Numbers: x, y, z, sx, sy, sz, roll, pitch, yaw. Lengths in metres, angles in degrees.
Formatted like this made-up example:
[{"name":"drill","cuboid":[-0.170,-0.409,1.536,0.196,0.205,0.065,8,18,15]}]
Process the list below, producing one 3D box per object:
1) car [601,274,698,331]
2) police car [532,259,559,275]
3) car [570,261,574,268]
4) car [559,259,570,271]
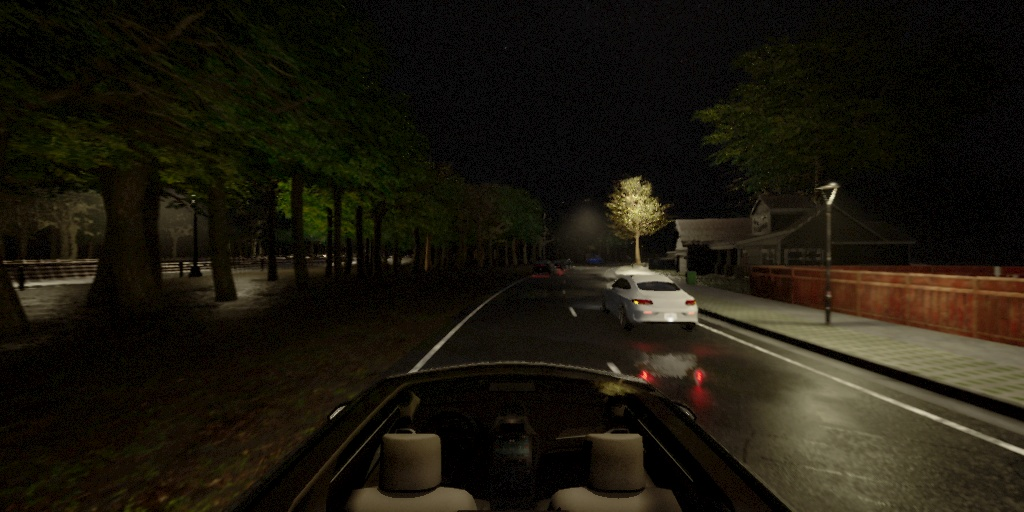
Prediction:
[{"name":"car","cuboid":[3.992,1.287,10.994,1.812,1.442,4.674,0,0,4]},{"name":"police car","cuboid":[3.488,1.132,38.551,1.930,1.638,5.238,0,0,14]},{"name":"car","cuboid":[8.065,1.171,53.686,1.837,1.490,4.892,0,0,20]},{"name":"car","cuboid":[6.156,1.206,48.027,1.812,1.442,4.674,0,0,18]}]
